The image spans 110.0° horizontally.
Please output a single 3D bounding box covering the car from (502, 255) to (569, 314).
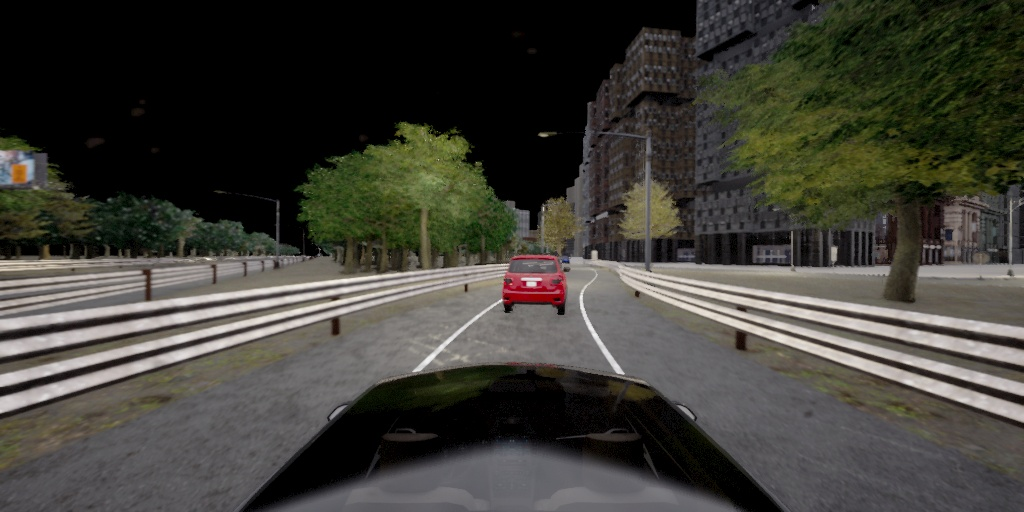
[{"bbox_3d":[1.050,0.997,14.096,2.150,2.045,5.566,0,0,9],"label":"car"}]
